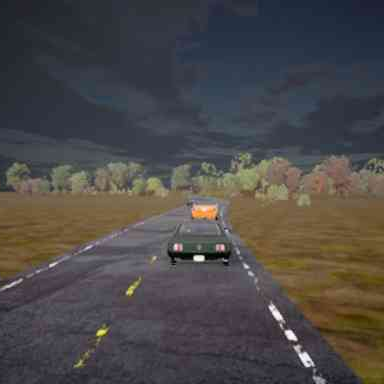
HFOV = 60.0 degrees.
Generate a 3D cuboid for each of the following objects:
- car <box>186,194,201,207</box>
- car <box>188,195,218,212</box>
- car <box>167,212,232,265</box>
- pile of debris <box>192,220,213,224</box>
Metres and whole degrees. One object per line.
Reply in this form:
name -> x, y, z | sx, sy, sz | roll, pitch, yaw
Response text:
car -> 0.493, 1.328, 53.359 | 2.150, 2.045, 5.566 | 0, 0, 8
car -> 1.120, 1.409, 27.808 | 2.097, 1.767, 4.553 | 0, 0, 4
car -> 0.297, 1.626, 11.770 | 1.895, 1.301, 4.718 | 0, 0, 2
pile of debris -> 0.834, 2.228, 25.046 | 1.500, 0.140, 1.860 | 0, 0, 4
